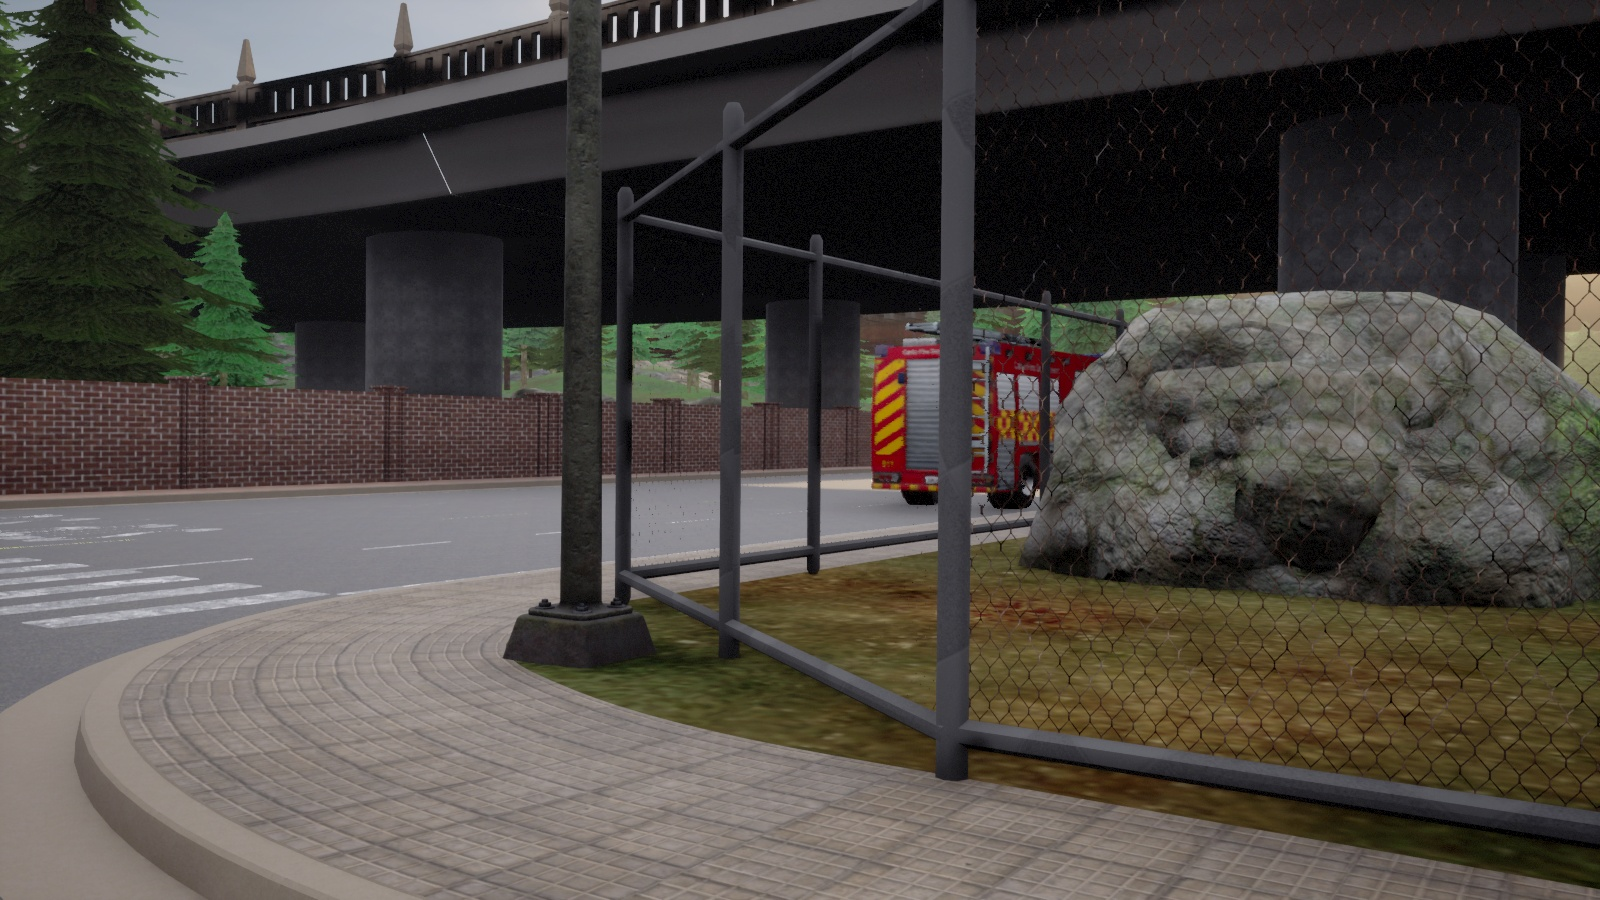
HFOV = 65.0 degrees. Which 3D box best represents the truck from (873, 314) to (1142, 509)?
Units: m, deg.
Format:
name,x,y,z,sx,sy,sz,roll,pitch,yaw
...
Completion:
name,x,y,z,sx,sy,sz,roll,pitch,yaw
truck,5.082,-0.819,28.940,2.891,3.827,8.468,0,1,33
